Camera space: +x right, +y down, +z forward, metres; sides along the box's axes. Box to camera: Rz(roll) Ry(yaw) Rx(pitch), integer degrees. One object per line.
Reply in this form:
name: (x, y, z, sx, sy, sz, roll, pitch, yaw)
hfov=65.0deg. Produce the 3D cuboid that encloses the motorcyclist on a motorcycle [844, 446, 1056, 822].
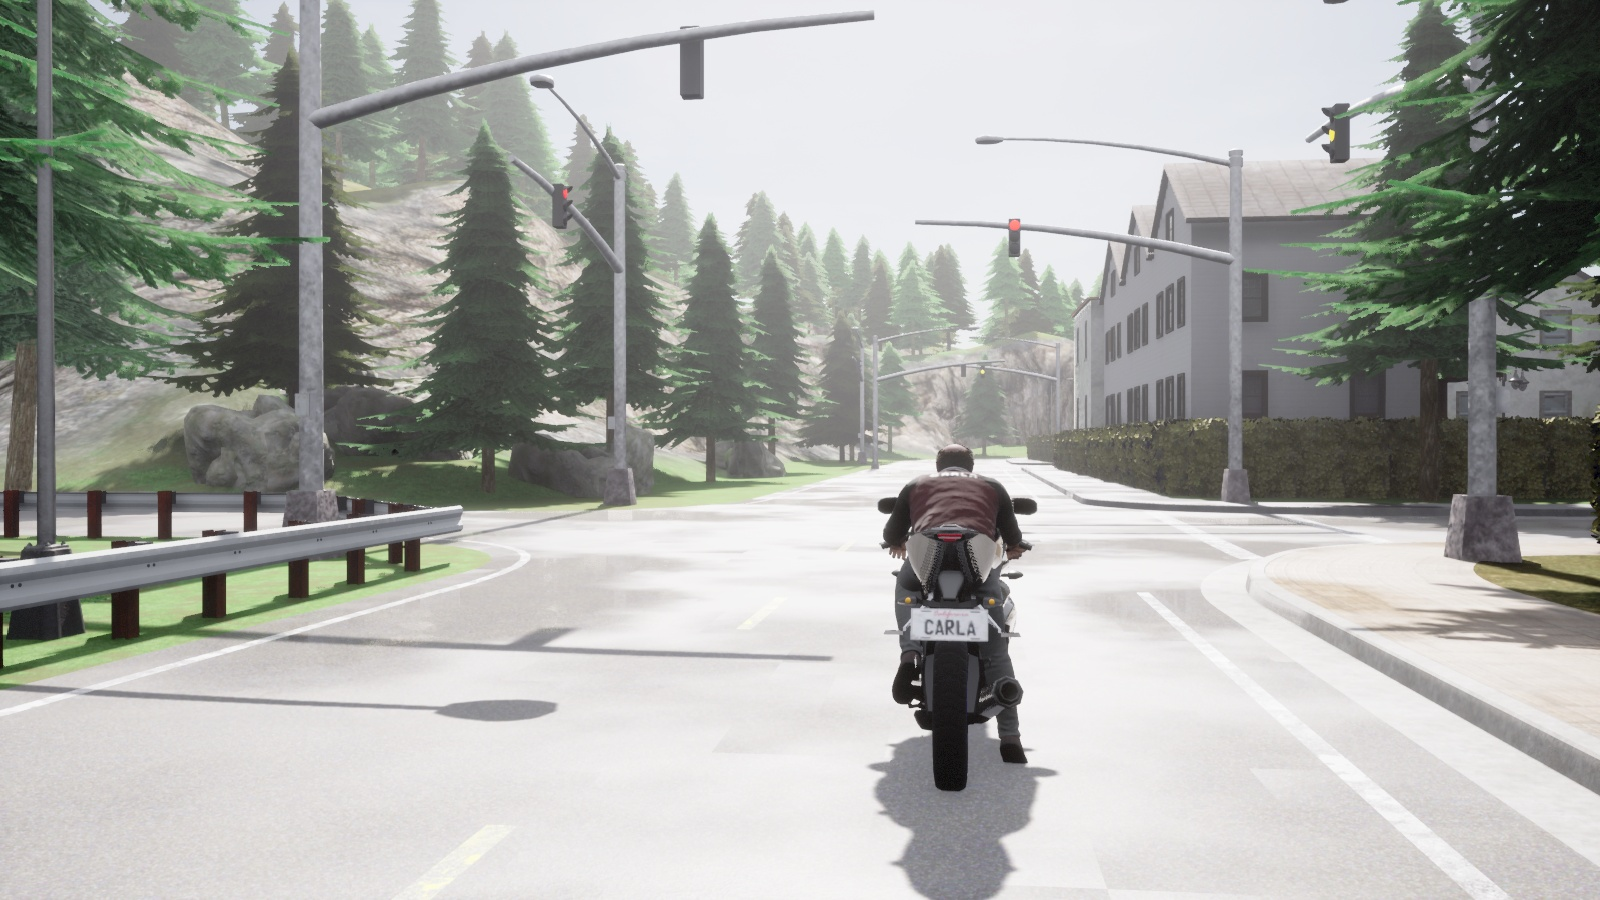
motorcyclist on a motorcycle: (0.770, 0.747, 6.268, 0.866, 1.530, 2.191, 0, 0, 8)
